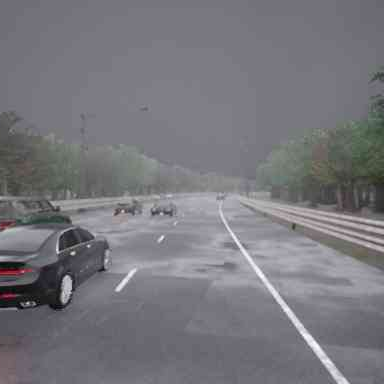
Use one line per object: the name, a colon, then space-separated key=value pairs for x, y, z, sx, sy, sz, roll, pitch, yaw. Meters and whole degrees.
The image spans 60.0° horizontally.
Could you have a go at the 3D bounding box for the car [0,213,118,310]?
car: x=-3.292 y=1.481 z=7.770 sx=1.837 sy=1.490 sz=4.892 roll=0 pitch=0 yaw=1

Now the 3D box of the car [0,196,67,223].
car: x=-6.677 y=1.180 z=13.050 sx=2.150 sy=2.045 sz=5.566 roll=0 pitch=0 yaw=2

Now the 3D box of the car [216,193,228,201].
car: x=6.612 y=1.218 z=76.500 sx=1.882 sy=1.535 sz=5.008 roll=0 pitch=0 yaw=8

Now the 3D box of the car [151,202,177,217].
car: x=-2.432 y=1.517 z=30.062 sx=1.895 sy=1.301 sz=4.718 roll=0 pitch=0 yaw=3

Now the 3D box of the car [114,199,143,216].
car: x=-5.861 y=1.414 z=31.259 sx=1.837 sy=1.490 sz=4.892 roll=0 pitch=0 yaw=3
